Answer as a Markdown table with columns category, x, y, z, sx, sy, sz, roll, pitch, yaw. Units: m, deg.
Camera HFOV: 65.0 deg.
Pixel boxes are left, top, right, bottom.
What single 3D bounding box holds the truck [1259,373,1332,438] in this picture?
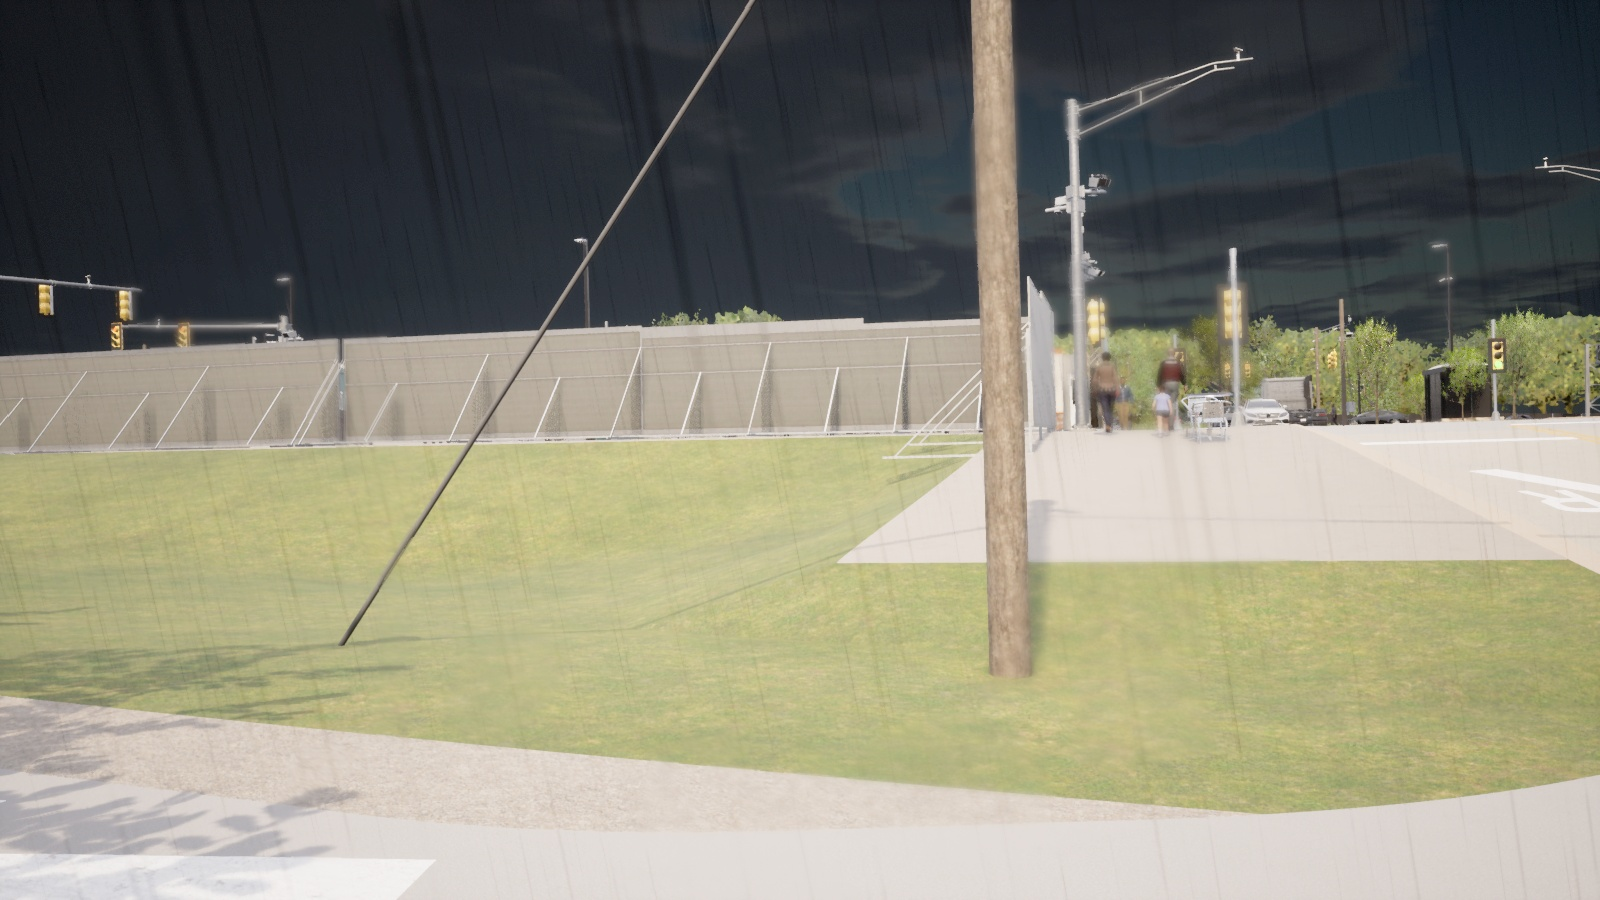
| category | x | y | z | sx | sy | sz | roll | pitch | yaw |
| --- | --- | --- | --- | --- | --- | --- | --- | --- | --- |
| truck | 28.994 | -2.507 | 73.827 | 2.891 | 3.462 | 7.936 | -1 | 0 | 14 |

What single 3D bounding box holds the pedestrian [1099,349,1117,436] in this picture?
| category | x | y | z | sx | sy | sz | roll | pitch | yaw |
| --- | --- | --- | --- | --- | --- | --- | --- | --- | --- |
| pedestrian | 6.594 | -1.212 | 26.862 | 0.328 | 1.805 | 0.869 | -1 | 0 | 15 |

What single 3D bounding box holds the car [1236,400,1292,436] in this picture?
| category | x | y | z | sx | sy | sz | roll | pitch | yaw |
| --- | --- | --- | --- | --- | --- | --- | --- | --- | --- |
| car | 20.674 | -1.396 | 56.104 | 1.812 | 1.442 | 4.674 | -1 | 0 | 14 |

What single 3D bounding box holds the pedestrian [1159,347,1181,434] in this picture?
| category | x | y | z | sx | sy | sz | roll | pitch | yaw |
| --- | --- | --- | --- | --- | --- | --- | --- | --- | --- |
| pedestrian | 8.043 | -1.280 | 27.270 | 0.376 | 1.854 | 0.720 | -1 | 0 | 20 |

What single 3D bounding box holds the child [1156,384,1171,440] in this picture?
| category | x | y | z | sx | sy | sz | roll | pitch | yaw |
| --- | --- | --- | --- | --- | --- | --- | --- | --- | --- |
| child | 7.319 | -0.768 | 25.274 | 0.255 | 1.110 | 0.394 | -1 | 0 | 19 |

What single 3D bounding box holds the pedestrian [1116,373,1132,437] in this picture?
| category | x | y | z | sx | sy | sz | roll | pitch | yaw |
| --- | --- | --- | --- | --- | --- | --- | --- | --- | --- |
| pedestrian | 9.987 | -1.365 | 38.703 | 0.423 | 1.949 | 0.788 | -1 | 0 | 17 |

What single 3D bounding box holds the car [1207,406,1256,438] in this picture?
| category | x | y | z | sx | sy | sz | roll | pitch | yaw |
| --- | --- | --- | --- | --- | --- | --- | --- | --- | --- |
| car | 24.704 | -1.590 | 72.029 | 2.242 | 1.667 | 4.611 | -1 | 0 | 14 |
